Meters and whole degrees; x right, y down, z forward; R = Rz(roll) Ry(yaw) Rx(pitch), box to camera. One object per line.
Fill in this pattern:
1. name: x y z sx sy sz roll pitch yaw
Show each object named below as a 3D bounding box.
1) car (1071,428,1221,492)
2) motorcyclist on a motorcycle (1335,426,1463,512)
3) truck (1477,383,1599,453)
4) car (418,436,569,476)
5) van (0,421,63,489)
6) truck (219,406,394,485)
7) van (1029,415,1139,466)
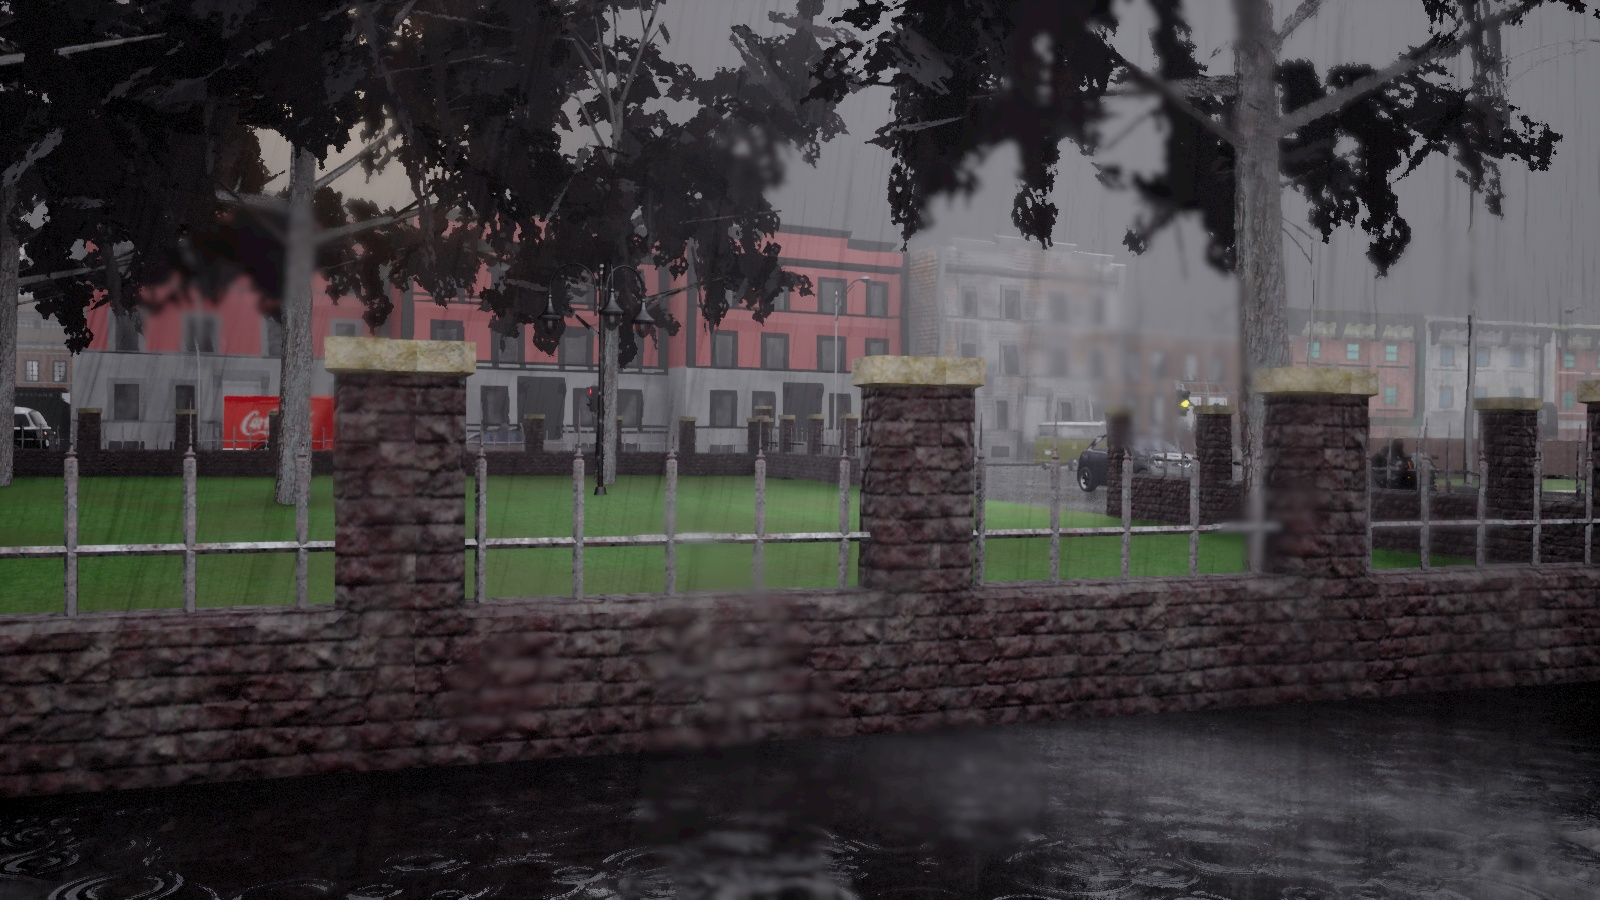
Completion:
1. car: 8.567 0.208 31.409 1.845 1.501 3.633 -1 1 -20
2. motorcyclist on a motorcycle: 11.227 0.327 23.635 0.866 1.530 2.191 -1 1 -21
3. truck: 39.333 -1.667 65.019 7.936 3.462 2.891 -1 1 -19
4. car: -11.605 0.197 47.586 5.357 1.411 2.033 -1 1 -19
5. van: -25.457 0.169 38.585 4.480 2.038 2.069 -1 1 -19
6. truck: -16.271 -0.192 41.748 5.204 2.467 2.627 -1 1 -18
7. van: 11.579 -0.406 51.095 4.442 1.987 1.775 -1 1 -35
